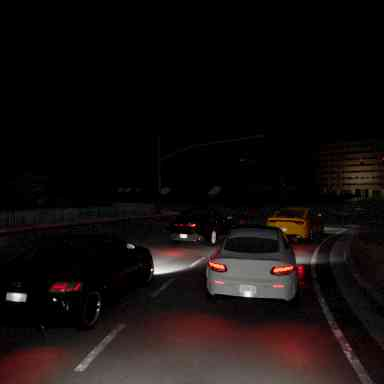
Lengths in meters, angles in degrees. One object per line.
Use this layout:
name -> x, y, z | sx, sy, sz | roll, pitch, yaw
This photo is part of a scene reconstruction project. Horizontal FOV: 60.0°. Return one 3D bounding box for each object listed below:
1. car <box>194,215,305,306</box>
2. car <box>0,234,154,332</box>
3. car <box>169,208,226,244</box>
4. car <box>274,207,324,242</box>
car -> 1.539, 1.526, 8.032 | 1.812, 1.442, 4.674 | 0, 0, 14
car -> -2.255, 1.564, 7.010 | 1.994, 1.385, 4.181 | 0, 0, 12
car -> 0.636, 1.505, 15.441 | 1.837, 1.490, 4.892 | 0, 0, 24
car -> 5.237, 1.478, 16.536 | 1.882, 1.535, 5.008 | 0, 0, 30
